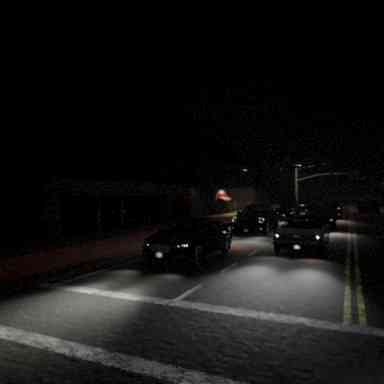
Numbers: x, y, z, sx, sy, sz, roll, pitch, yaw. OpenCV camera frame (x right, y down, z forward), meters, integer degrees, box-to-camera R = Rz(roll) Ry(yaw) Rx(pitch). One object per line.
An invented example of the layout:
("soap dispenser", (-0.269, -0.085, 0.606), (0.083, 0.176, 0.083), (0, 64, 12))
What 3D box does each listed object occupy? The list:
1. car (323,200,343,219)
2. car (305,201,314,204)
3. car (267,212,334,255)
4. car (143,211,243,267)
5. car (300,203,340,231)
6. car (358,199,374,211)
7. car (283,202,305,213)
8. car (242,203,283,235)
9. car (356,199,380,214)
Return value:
("car", (13.353, 1.596, 32.043), (2.097, 1.767, 4.553), (-1, -1, 26))
("car", (15.722, 1.985, 44.876), (2.033, 1.411, 5.357), (-1, -1, 26))
("car", (4.785, 1.730, 14.184), (1.895, 1.301, 4.718), (-1, -1, 26))
("car", (0.044, 1.668, 12.371), (2.128, 1.511, 4.902), (-1, -1, 25))
("car", (8.758, 1.709, 22.477), (1.812, 1.442, 4.674), (-1, -1, 25))
("car", (24.623, 1.787, 47.261), (1.837, 1.490, 4.892), (-1, -1, 26))
("car", (9.004, 1.803, 31.074), (1.837, 1.490, 4.892), (-1, -1, 26))
("car", (3.972, 1.582, 20.597), (2.097, 1.767, 4.553), (-1, -1, 26))
("car", (20.698, 1.580, 38.933), (2.097, 1.767, 4.553), (-1, -1, 26))
